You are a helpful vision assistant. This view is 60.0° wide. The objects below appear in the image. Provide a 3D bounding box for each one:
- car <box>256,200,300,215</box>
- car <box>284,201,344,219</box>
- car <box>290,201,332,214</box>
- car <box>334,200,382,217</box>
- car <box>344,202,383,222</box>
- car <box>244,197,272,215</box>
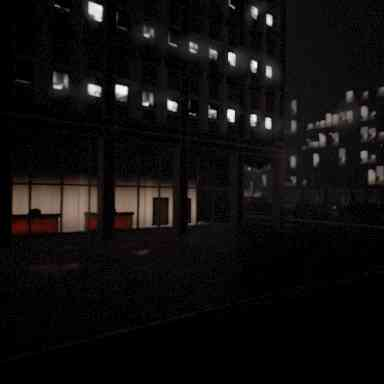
[{"bbox_3d":[9.532,1.709,37.105,1.812,1.442,4.674,1,0,-36],"label":"car"},{"bbox_3d":[10.964,1.706,30.599,1.752,1.417,4.829,1,-1,-36],"label":"car"},{"bbox_3d":[14.416,1.822,40.416,2.008,1.369,4.403,1,-1,-36],"label":"car"},{"bbox_3d":[17.815,1.746,35.866,1.967,1.590,4.097,1,-1,-36],"label":"car"},{"bbox_3d":[15.460,1.721,29.085,1.882,1.535,5.008,1,0,-38],"label":"car"},{"bbox_3d":[7.518,1.461,35.324,2.192,1.841,5.009,1,-1,-36],"label":"car"}]
